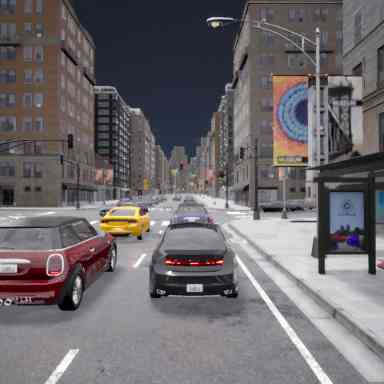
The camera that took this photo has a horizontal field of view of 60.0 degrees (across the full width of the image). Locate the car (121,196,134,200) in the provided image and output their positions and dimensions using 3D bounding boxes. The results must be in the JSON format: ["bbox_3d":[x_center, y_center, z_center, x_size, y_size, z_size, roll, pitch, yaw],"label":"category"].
[{"bbox_3d":[-10.197,1.585,51.362,1.994,1.385,4.181,0,0,0],"label":"car"}]

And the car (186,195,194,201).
[{"bbox_3d":[-0.576,1.494,85.326,1.882,1.535,5.008,0,0,0],"label":"car"}]

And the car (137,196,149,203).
[{"bbox_3d":[-10.227,1.617,70.230,1.895,1.301,4.718,0,0,0],"label":"car"}]

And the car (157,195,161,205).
[{"bbox_3d":[-6.986,1.547,58.911,1.812,1.442,4.674,0,0,0],"label":"car"}]

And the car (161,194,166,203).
[{"bbox_3d":[-6.968,1.586,68.919,1.994,1.385,4.181,0,0,0],"label":"car"}]

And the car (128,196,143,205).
[{"bbox_3d":[-10.230,1.526,60.182,1.837,1.490,4.892,0,0,0],"label":"car"}]

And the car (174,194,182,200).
[{"bbox_3d":[-3.870,1.369,91.973,2.128,1.511,4.902,0,0,0],"label":"car"}]

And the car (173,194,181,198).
[{"bbox_3d":[-3.804,1.607,82.001,1.895,1.301,4.718,0,0,0],"label":"car"}]

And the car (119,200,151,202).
[{"bbox_3d":[-5.619,1.547,27.442,1.895,1.301,4.718,0,0,22],"label":"car"}]

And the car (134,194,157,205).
[{"bbox_3d":[-6.940,1.373,50.335,2.097,1.767,4.553,0,0,0],"label":"car"}]

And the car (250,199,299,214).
[{"bbox_3d":[8.616,1.677,35.731,4.718,1.301,1.895,0,-1,-1],"label":"car"}]

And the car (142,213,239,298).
[{"bbox_3d":[0.024,1.508,8.497,1.837,1.490,4.892,0,0,-1],"label":"car"}]

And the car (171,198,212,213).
[{"bbox_3d":[-0.033,1.360,17.433,2.097,1.767,4.553,0,0,0],"label":"car"}]

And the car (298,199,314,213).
[{"bbox_3d":[11.707,1.620,39.040,4.902,1.511,2.128,0,-1,0],"label":"car"}]

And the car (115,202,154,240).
[{"bbox_3d":[-3.279,1.485,17.055,1.882,1.535,5.008,0,0,-1],"label":"car"}]

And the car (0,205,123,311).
[{"bbox_3d":[-3.220,1.355,7.927,2.097,1.767,4.553,0,0,-1],"label":"car"}]

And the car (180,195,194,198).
[{"bbox_3d":[-0.291,1.512,50.253,2.128,1.511,4.902,0,0,-1],"label":"car"}]

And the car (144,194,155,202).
[{"bbox_3d":[-10.295,1.375,80.544,2.097,1.767,4.553,0,0,0],"label":"car"}]
